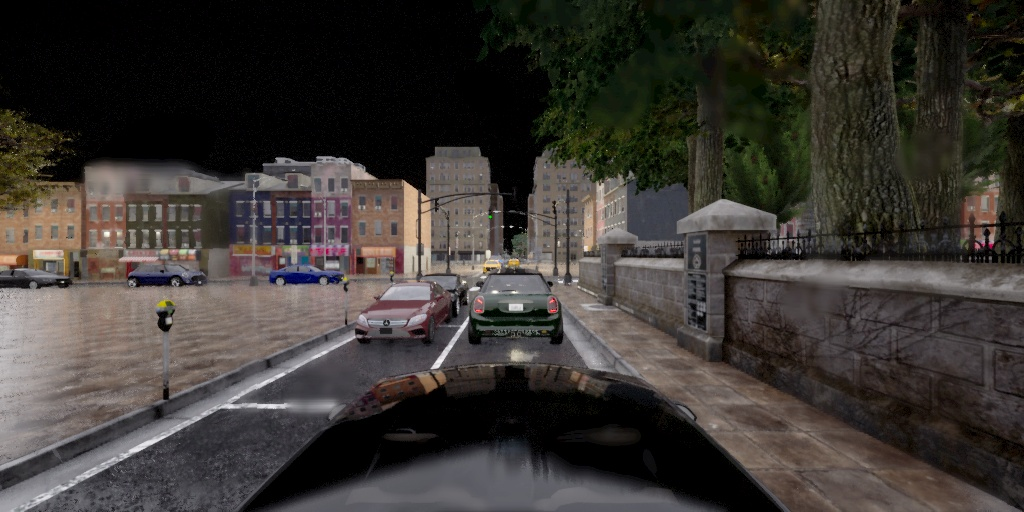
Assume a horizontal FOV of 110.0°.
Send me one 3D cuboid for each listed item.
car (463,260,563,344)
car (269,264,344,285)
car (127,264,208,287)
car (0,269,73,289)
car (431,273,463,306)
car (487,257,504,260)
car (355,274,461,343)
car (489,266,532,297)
[{"bbox_3d":[0.074,1.102,9.714,2.097,1.767,4.553,0,0,0],"label":"car"},{"bbox_3d":[-14.888,1.373,26.160,5.008,1.535,1.882,-1,0,0],"label":"car"},{"bbox_3d":[-24.965,1.378,26.128,4.553,1.767,2.097,-1,0,0],"label":"car"},{"bbox_3d":[-35.132,1.694,26.103,4.892,1.490,1.837,-1,0,0],"label":"car"},{"bbox_3d":[-2.638,1.315,13.262,1.948,1.339,4.313,0,0,0],"label":"car"},{"bbox_3d":[-2.275,1.220,41.529,1.882,1.535,5.008,0,0,1],"label":"car"},{"bbox_3d":[-2.638,1.332,9.600,1.802,1.307,4.207,0,0,0],"label":"car"},{"bbox_3d":[-0.184,1.314,19.566,1.994,1.385,4.181,0,0,-5],"label":"car"}]
